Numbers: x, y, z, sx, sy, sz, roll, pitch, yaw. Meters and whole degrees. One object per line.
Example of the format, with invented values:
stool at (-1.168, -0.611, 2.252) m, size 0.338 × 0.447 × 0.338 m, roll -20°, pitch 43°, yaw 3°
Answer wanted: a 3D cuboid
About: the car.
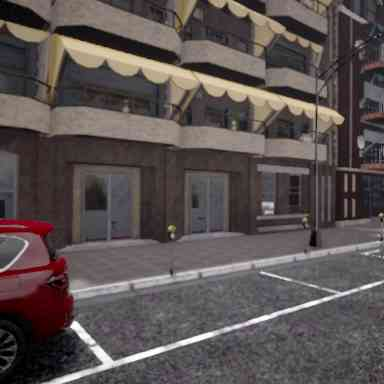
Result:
car at (-3.935, 1.304, 3.751) m, size 5.009 × 1.841 × 2.192 m, roll 1°, pitch 0°, yaw -36°
